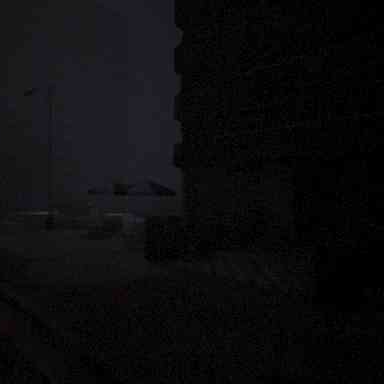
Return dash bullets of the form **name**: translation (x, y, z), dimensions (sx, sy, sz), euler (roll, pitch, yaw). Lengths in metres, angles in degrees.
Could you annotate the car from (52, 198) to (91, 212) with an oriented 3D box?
- **car**: translation (-12.837, 1.379, 35.162), dimensions (4.181, 1.385, 1.994), euler (0, 1, -44)
